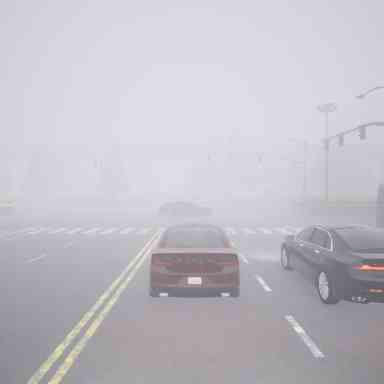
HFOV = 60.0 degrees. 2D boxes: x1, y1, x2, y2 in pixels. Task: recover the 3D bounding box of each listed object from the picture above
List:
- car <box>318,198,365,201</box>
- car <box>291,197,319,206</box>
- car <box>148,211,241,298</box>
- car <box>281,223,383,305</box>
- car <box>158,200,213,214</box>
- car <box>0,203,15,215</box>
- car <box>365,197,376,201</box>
[{"bbox_3d":[17.974,1.564,40.087,4.181,1.385,1.994,0,0,0],"label":"car"},{"bbox_3d":[16.571,1.505,47.091,4.892,1.490,1.837,0,0,0],"label":"car"},{"bbox_3d":[0.057,1.478,8.591,1.882,1.535,5.008,0,0,0],"label":"car"},{"bbox_3d":[3.555,1.505,8.078,1.837,1.490,4.892,0,0,0],"label":"car"},{"bbox_3d":[-0.576,1.504,29.456,4.892,1.490,1.837,0,0,0],"label":"car"},{"bbox_3d":[-20.302,1.477,33.029,5.008,1.535,1.882,0,0,0],"label":"car"},{"bbox_3d":[20.490,1.547,43.577,5.357,1.411,2.033,0,0,0],"label":"car"}]
